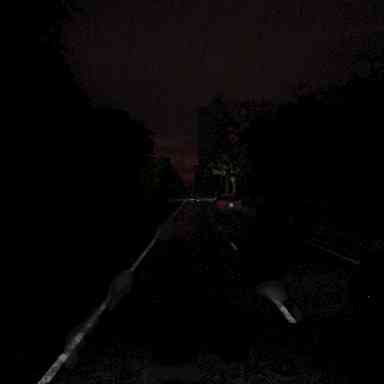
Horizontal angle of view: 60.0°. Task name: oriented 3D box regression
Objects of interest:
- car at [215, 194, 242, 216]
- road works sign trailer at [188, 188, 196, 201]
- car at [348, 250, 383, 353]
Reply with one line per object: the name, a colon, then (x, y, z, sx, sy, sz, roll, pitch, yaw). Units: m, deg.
car: (3.601, 1.259, 33.107, 2.150, 2.045, 5.566, 0, 0, 0)
road works sign trailer: (0.000, 0.667, 93.040, 2.380, 3.560, 2.880, 0, 0, 0)
car: (3.582, 1.227, 2.993, 2.150, 2.045, 5.566, 0, 0, 0)
